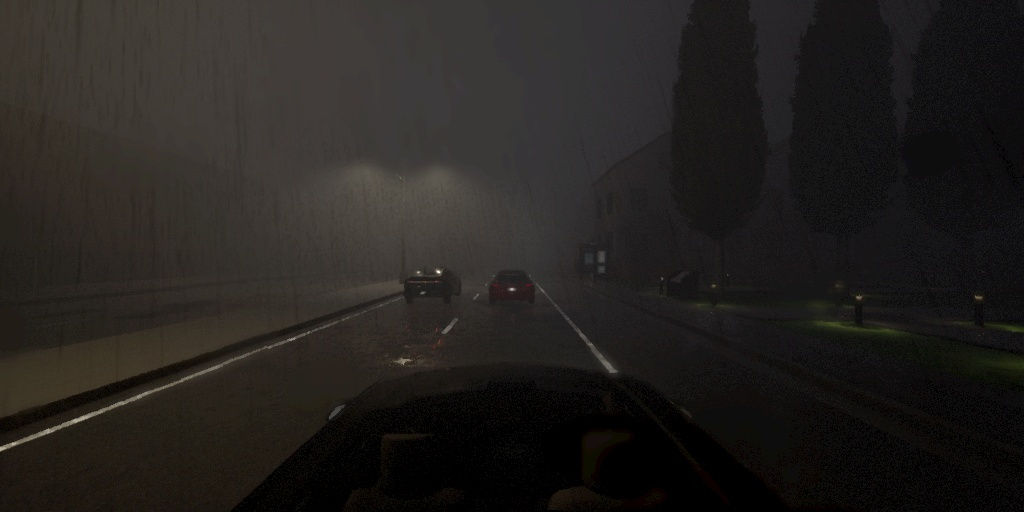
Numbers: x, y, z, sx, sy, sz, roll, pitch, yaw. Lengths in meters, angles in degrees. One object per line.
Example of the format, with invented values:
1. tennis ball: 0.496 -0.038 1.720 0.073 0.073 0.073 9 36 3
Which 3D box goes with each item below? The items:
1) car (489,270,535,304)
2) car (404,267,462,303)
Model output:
1. car: 0.000 1.322 16.500 1.994 1.385 4.181 0 0 0
2. car: -3.500 1.245 16.500 2.128 1.511 4.902 0 0 0
